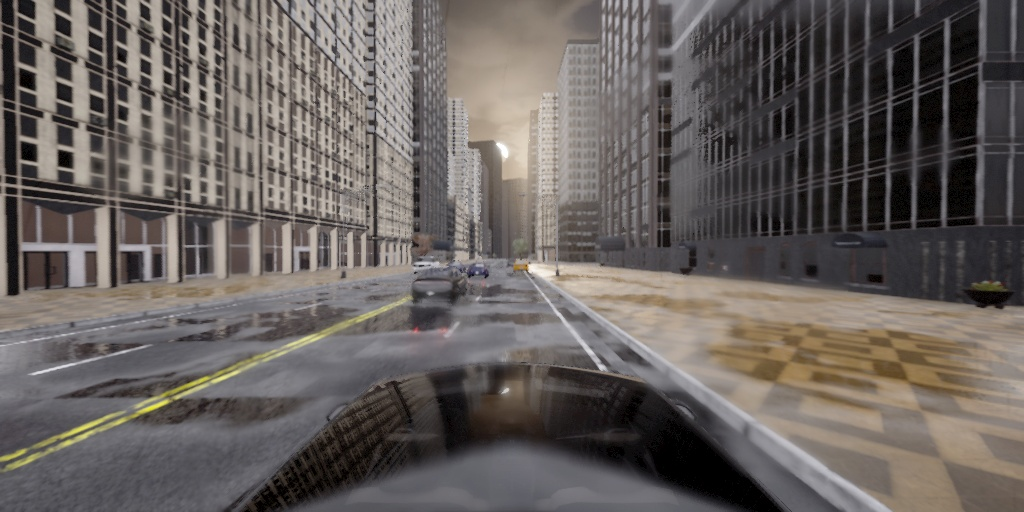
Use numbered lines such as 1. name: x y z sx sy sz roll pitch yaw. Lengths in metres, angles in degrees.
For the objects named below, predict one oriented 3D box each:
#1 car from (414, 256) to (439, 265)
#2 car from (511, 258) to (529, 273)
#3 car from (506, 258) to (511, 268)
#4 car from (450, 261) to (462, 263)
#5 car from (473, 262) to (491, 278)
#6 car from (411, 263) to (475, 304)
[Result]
1. car: -9.828 1.038 41.525 2.150 2.045 5.566 0 0 0
2. car: 1.139 1.301 46.068 1.882 1.535 5.008 0 0 0
3. car: 0.002 1.338 65.357 2.128 1.511 4.902 0 0 0
4. car: -6.575 1.342 41.747 1.812 1.442 4.674 0 0 0
5. car: -3.148 1.330 34.656 1.812 1.442 4.674 0 0 0
6. car: -3.149 1.265 16.370 2.128 1.511 4.902 0 0 0
